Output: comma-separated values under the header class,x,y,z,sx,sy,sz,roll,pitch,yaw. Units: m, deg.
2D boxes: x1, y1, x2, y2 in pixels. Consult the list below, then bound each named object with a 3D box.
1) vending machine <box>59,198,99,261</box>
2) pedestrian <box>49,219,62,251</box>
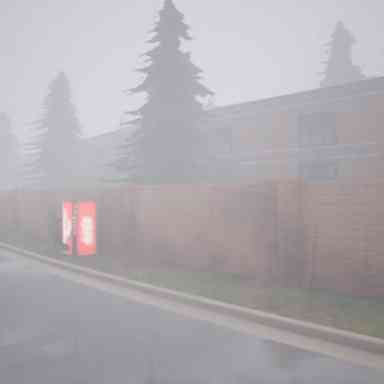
class,x,y,z,sx,sy,sz,roll,pitch,yaw
vending machine,-4.077,1.288,12.032,0.880,2.100,1.100,0,-1,43
pedestrian,-4.932,1.236,12.277,0.375,1.860,0.375,0,-1,44
